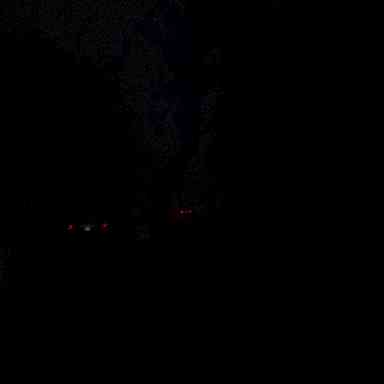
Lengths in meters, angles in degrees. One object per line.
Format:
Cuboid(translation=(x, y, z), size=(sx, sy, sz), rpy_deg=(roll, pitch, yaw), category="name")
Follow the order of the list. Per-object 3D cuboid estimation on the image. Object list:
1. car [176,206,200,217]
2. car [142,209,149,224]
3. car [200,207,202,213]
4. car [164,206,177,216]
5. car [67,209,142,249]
Cuboid(translation=(-0.466, 2.795, 47.852), size=(2.033, 1.411, 5.357), rpy_deg=(-2, -2, 7), category="car")
Cuboid(translation=(-5.506, 2.412, 32.211), size=(1.837, 1.490, 4.892), rpy_deg=(-2, -2, 7), category="car")
Cuboid(translation=(0.596, 3.044, 57.201), size=(1.994, 1.385, 4.181), rpy_deg=(-2, -2, 7), category="car")
Cuboid(translation=(-3.081, 2.929, 51.707), size=(1.882, 1.535, 5.008), rpy_deg=(-2, -2, 7), category="car")
Cuboid(translation=(-4.279, 1.673, 16.455), size=(2.097, 1.767, 4.553), rpy_deg=(-2, -2, 7), category="car")
